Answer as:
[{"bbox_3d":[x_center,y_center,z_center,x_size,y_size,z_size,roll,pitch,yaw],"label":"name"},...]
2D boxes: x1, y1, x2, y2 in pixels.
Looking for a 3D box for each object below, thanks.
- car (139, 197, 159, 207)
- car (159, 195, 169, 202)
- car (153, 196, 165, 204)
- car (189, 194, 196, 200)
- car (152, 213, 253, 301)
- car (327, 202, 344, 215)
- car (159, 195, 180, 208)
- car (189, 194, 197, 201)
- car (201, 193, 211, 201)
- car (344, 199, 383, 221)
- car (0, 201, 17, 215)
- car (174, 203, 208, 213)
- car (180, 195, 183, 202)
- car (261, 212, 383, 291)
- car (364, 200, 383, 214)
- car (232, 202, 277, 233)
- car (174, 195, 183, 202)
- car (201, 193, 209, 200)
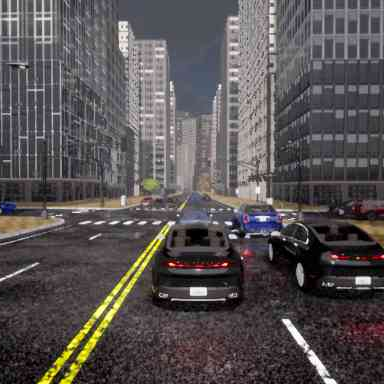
[{"bbox_3d":[-6.460,1.489,49.064,1.812,1.442,4.674,0,0,2],"label":"car"},{"bbox_3d":[-6.303,1.407,75.478,1.882,1.535,5.008,0,0,0],"label":"car"},{"bbox_3d":[-6.359,1.544,64.961,1.895,1.301,4.718,0,0,1],"label":"car"},{"bbox_3d":[0.235,1.216,89.779,1.882,1.535,5.008,0,0,0],"label":"car"},{"bbox_3d":[0.120,1.500,8.261,1.837,1.490,4.892,0,0,0],"label":"car"},{"bbox_3d":[16.517,1.615,34.309,4.892,1.490,1.837,0,1,1],"label":"car"},{"bbox_3d":[-3.214,1.468,48.292,1.837,1.490,4.892,0,0,0],"label":"car"},{"bbox_3d":[0.209,1.392,79.361,1.882,1.535,5.008,0,0,0],"label":"car"},{"bbox_3d":[3.459,1.392,79.350,1.882,1.535,5.008,0,0,0],"label":"car"},{"bbox_3d":[16.275,1.518,28.529,5.009,1.841,2.192,1,0,1],"label":"car"},{"bbox_3d":[-19.422,1.319,31.798,5.008,1.535,1.882,1,1,1],"label":"car"},{"bbox_3d":[0.147,1.537,17.816,2.033,1.411,5.357,0,0,0],"label":"car"},{"bbox_3d":[-3.169,1.451,59.819,1.837,1.490,4.892,0,1,0],"label":"car"},{"bbox_3d":[3.374,1.500,8.968,1.837,1.490,4.892,0,0,0],"label":"car"},{"bbox_3d":[21.906,1.641,36.801,4.829,1.417,1.752,1,0,1],"label":"car"},{"bbox_3d":[3.395,1.341,18.051,2.097,1.767,4.553,0,0,0],"label":"car"},{"bbox_3d":[-3.054,1.454,74.860,1.812,1.442,4.674,0,0,0],"label":"car"},{"bbox_3d":[3.485,1.093,89.739,2.097,1.767,4.553,0,0,0],"label":"car"}]
